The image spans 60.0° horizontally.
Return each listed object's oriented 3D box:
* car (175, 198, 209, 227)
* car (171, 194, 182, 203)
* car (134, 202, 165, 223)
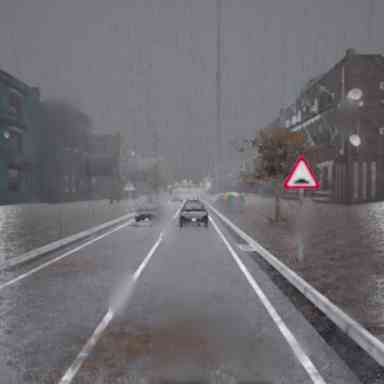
[{"bbox_3d":[0.096,1.441,22.491,2.128,1.511,4.902,-1,0,0],"label":"car"},{"bbox_3d":[-2.992,1.218,66.729,2.097,1.767,4.553,0,0,0],"label":"car"},{"bbox_3d":[-3.088,1.491,25.385,2.033,1.411,5.357,0,0,0],"label":"car"}]
